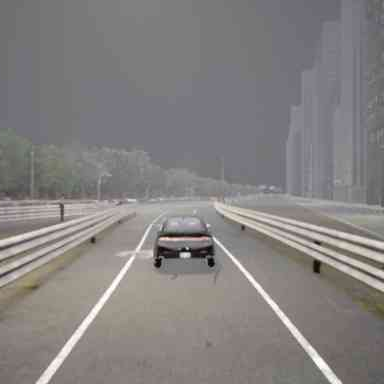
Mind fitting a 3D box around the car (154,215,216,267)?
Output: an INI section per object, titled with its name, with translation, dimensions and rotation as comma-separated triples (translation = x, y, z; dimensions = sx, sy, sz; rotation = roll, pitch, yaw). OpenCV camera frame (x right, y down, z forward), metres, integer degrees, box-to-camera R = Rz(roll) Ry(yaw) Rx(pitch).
[car]
translation = -0.304, 1.558, 11.697
dimensions = 2.128, 1.511, 4.902
rotation = 0, 0, -3
